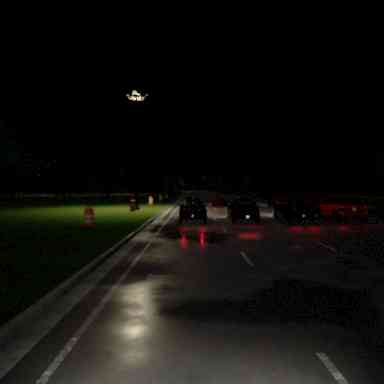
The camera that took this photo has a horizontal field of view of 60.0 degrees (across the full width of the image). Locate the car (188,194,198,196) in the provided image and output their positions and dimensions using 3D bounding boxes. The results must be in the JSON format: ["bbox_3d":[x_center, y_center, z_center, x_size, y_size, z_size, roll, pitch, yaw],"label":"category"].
[{"bbox_3d":[0.085,1.060,44.538,2.128,1.511,4.902,0,1,0],"label":"car"}]

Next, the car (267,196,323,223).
[{"bbox_3d":[7.067,1.265,23.394,2.128,1.511,4.902,0,1,0],"label":"car"}]

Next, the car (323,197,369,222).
[{"bbox_3d":[10.570,1.120,23.784,2.097,1.767,4.553,0,0,0],"label":"car"}]

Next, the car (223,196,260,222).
[{"bbox_3d":[3.568,1.277,23.639,1.837,1.490,4.892,0,1,0],"label":"car"}]

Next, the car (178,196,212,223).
[{"bbox_3d":[0.067,1.266,23.302,2.128,1.511,4.902,0,1,0],"label":"car"}]

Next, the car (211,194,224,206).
[{"bbox_3d":[3.584,1.047,44.424,1.882,1.535,5.008,0,1,0],"label":"car"}]

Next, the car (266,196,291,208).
[{"bbox_3d":[10.577,1.202,41.067,1.895,1.301,4.718,0,1,0],"label":"car"}]
